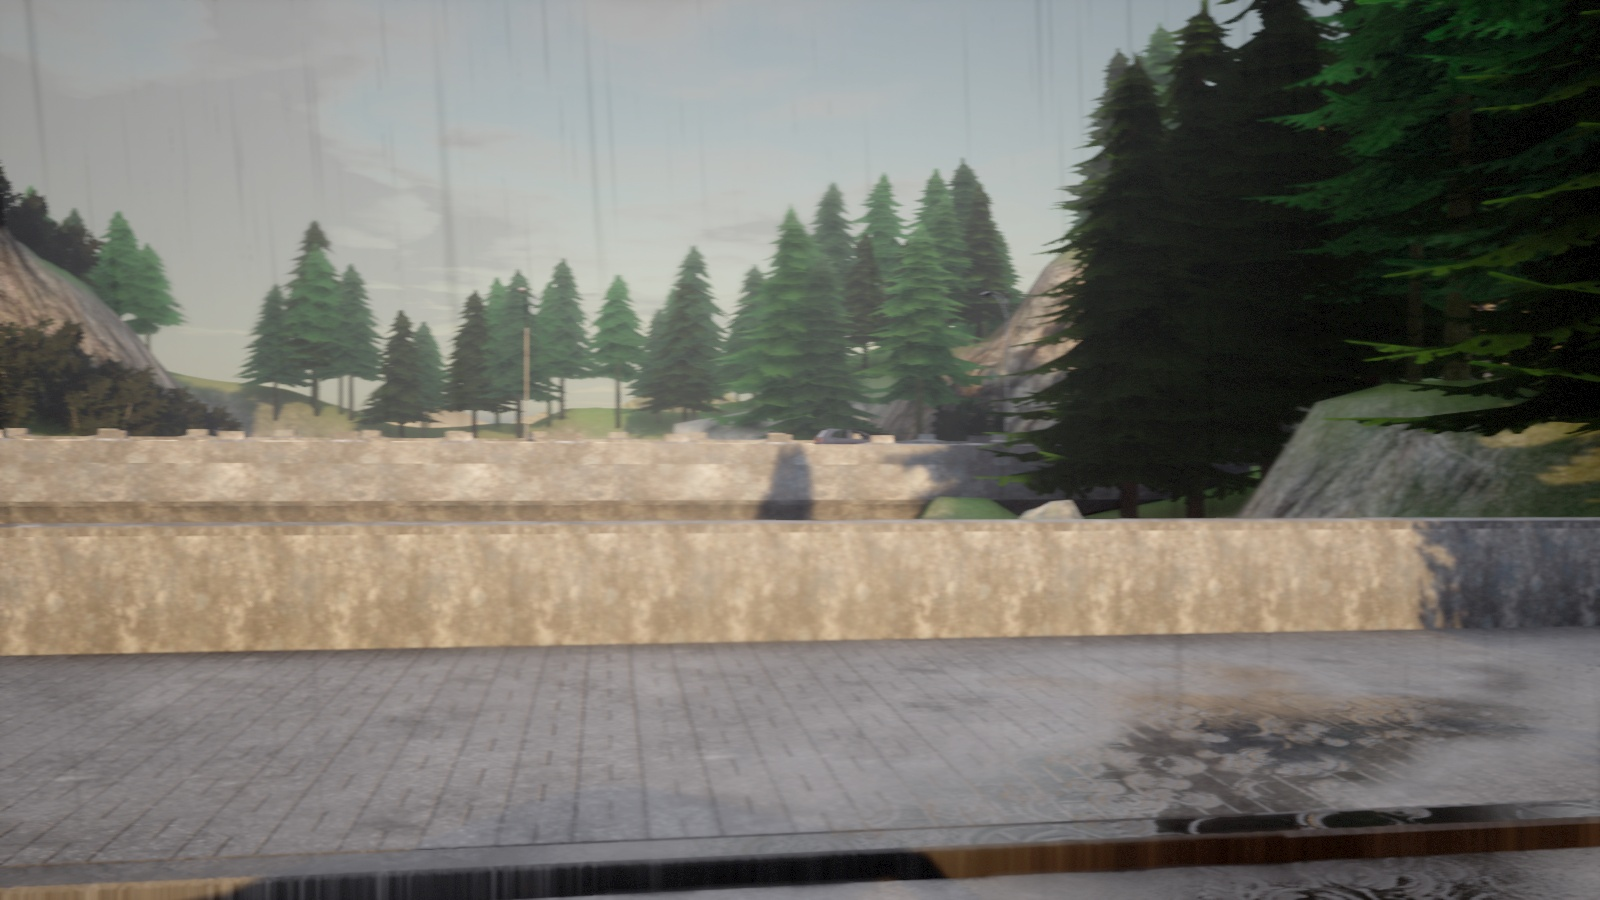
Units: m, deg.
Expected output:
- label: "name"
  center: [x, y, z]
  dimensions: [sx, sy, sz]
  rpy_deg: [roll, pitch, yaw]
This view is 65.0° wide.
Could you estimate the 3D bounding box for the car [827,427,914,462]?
- label: "car"
  center: [3.149, -0.247, 56.487]
  dimensions: [3.633, 1.501, 1.845]
  rpy_deg: [-1, 1, -8]
